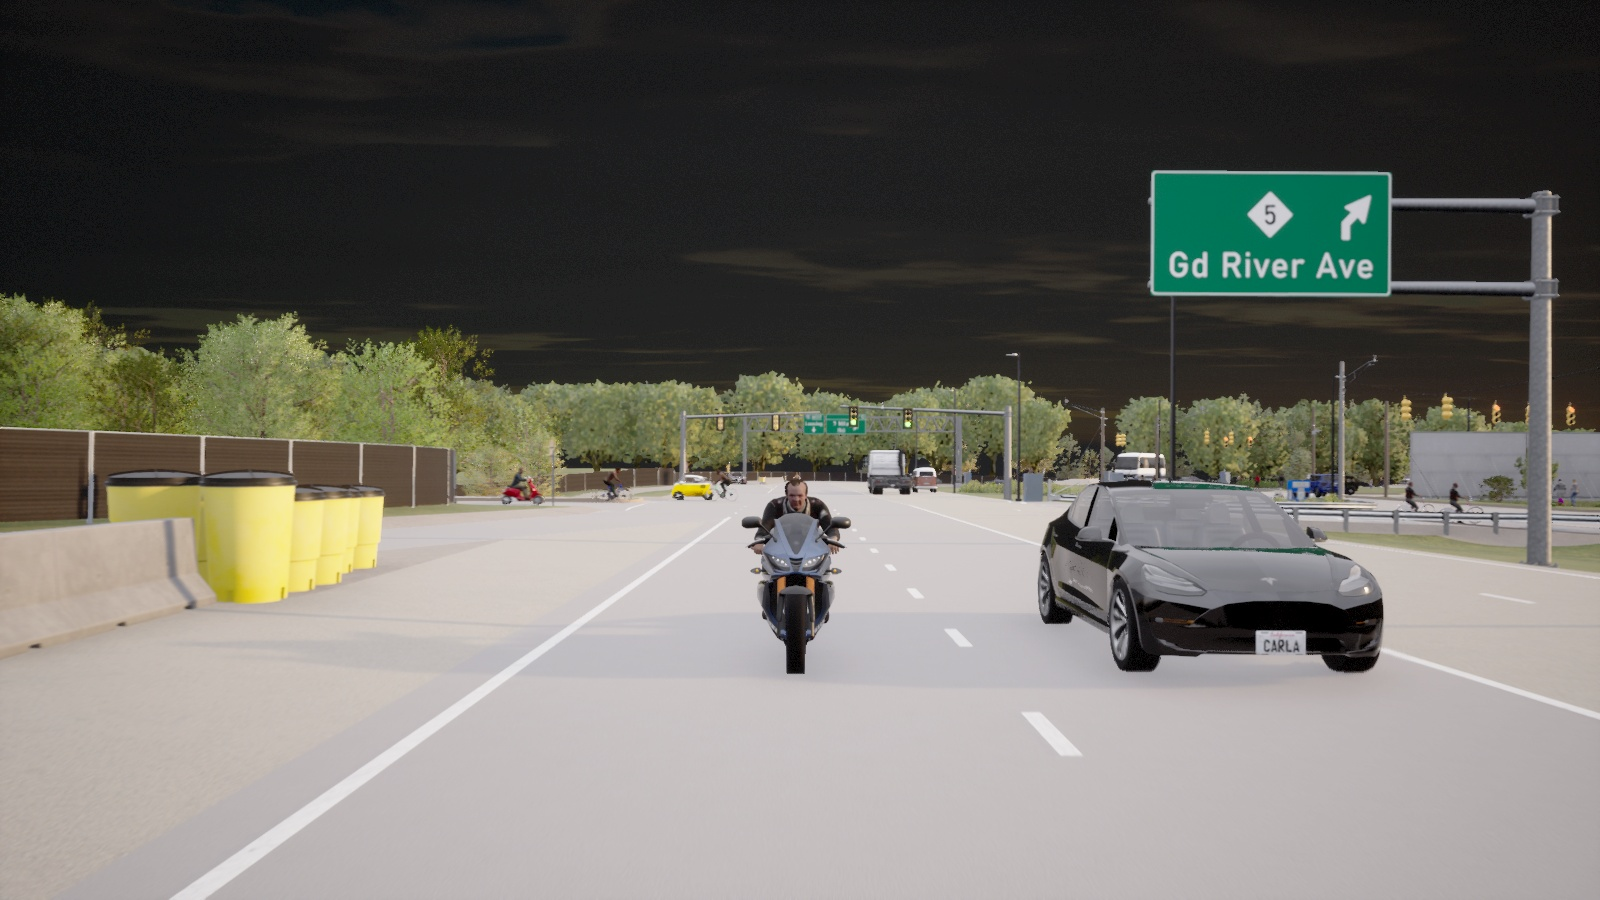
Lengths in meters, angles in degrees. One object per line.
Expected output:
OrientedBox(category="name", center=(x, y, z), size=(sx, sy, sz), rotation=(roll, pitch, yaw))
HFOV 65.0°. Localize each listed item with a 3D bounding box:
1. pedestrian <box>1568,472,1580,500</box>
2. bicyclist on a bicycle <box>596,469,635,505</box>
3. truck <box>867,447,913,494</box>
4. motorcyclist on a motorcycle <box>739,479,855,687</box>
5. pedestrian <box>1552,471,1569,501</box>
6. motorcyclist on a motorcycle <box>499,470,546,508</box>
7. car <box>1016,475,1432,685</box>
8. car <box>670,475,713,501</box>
OrientedBox(category="pedestrian", center=(50.686, 2.359, 82.219), size=(0.354, 1.836, 0.706), rotation=(0, 0, -3))
OrientedBox(category="bicyclist on a bicycle", center=(-8.330, 1.674, 56.635), size=(1.656, 1.620, 0.582), rotation=(0, -1, 0))
OrientedBox(category="truck", center=(6.773, 1.565, 95.684), size=(2.891, 3.462, 7.936), rotation=(0, -1, 0))
OrientedBox(category="motorcyclist on a motorcycle", center=(-0.025, 1.022, 10.506), size=(0.866, 1.530, 2.191), rotation=(0, -1, 0))
OrientedBox(category="pedestrian", center=(51.083, 2.429, 84.329), size=(0.659, 1.952, 0.873), rotation=(0, 0, 2))
OrientedBox(category="motorcyclist on a motorcycle", center=(-11.714, 1.632, 53.100), size=(1.817, 1.590, 0.866), rotation=(0, 0, -1))
OrientedBox(category="car", center=(3.473, 0.988, 11.467), size=(2.163, 1.488, 4.792), rotation=(0, -1, 0))
OrientedBox(category="car", center=(-5.852, 2.072, 67.791), size=(2.207, 1.376, 1.481), rotation=(0, -2, -1))
